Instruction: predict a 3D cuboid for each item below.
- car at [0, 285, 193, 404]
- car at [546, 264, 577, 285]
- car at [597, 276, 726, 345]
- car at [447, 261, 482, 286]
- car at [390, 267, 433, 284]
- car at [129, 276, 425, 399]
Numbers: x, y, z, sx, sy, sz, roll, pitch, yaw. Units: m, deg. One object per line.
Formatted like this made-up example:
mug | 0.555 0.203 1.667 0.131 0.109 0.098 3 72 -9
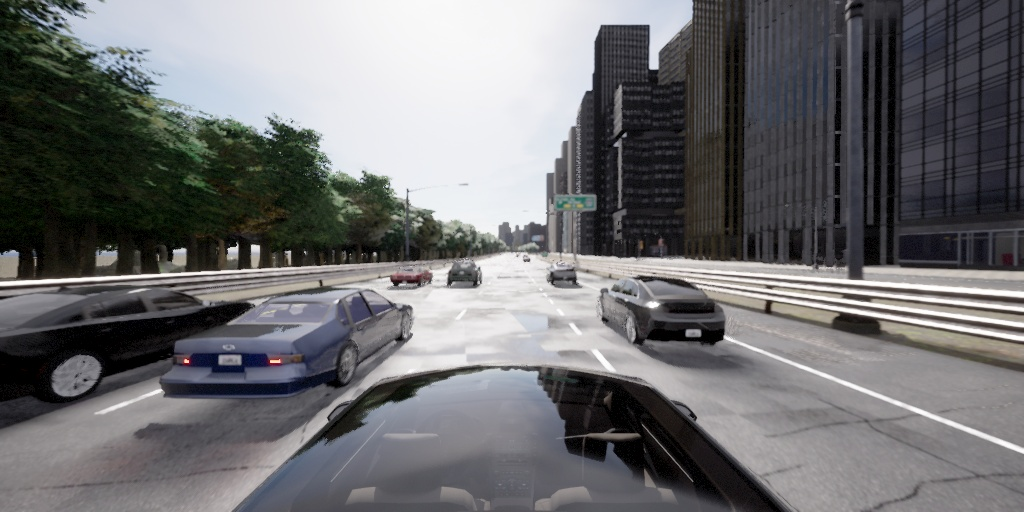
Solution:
car | -6.919 1.241 6.372 1.882 1.535 5.008 0 0 0
car | 3.614 1.296 26.650 2.128 1.511 4.902 0 0 0
car | 3.597 1.276 9.516 1.837 1.490 4.892 0 0 0
car | -3.387 1.157 26.380 2.097 1.767 4.553 0 0 0
car | -6.891 1.405 25.228 1.895 1.301 4.718 0 0 0
car | -3.414 1.312 6.859 2.033 1.411 5.357 0 0 0
